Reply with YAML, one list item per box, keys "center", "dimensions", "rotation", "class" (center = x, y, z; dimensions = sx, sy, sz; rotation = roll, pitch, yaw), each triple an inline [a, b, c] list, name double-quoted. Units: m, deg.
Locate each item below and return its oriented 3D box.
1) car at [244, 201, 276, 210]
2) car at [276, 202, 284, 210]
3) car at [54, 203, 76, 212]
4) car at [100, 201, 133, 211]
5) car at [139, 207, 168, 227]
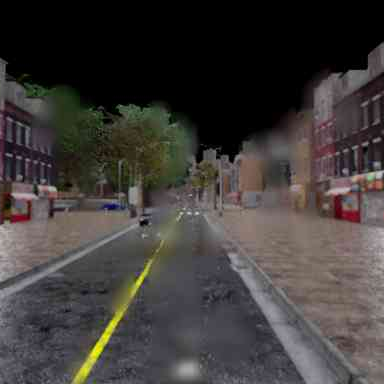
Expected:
- center: [9.828, 2.041, 49.843]
  dimensions: [4.181, 1.385, 1.994]
  rotation: [0, -2, 0]
  class: "car"
- center: [12.336, 2.222, 52.473]
  dimensions: [4.313, 1.339, 1.947]
  rotation: [0, -1, 0]
  class: "car"
- center: [-20.650, 2.489, 52.434]
  dimensions: [4.403, 1.369, 2.008]
  rotation: [-1, -1, 0]
  class: "car"
- center: [-11.225, 2.143, 49.820]
  dimensions: [5.008, 1.535, 1.882]
  rotation: [-1, -2, 0]
  class: "car"
- center: [-2.868, 1.885, 25.903]
  dimensions: [2.033, 1.411, 5.357]
  rotation: [0, -1, 0]
  class: "car"
